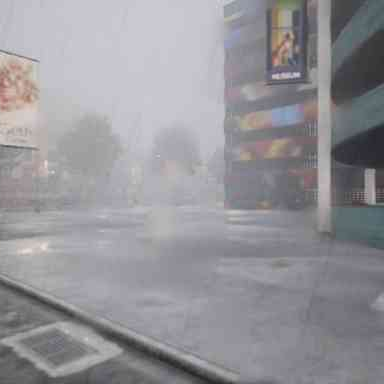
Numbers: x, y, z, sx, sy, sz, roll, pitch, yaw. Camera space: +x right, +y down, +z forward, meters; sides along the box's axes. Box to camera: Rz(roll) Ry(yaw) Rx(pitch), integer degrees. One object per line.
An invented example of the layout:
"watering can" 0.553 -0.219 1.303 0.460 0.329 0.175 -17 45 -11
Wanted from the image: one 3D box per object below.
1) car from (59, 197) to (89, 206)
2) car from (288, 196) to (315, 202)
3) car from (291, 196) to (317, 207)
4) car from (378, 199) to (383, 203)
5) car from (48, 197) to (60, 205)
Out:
"car" -19.490 1.617 56.119 1.994 1.385 4.181 0 0 41
"car" 12.436 1.325 39.435 2.002 1.452 4.674 0 0 41
"car" 17.334 1.418 51.342 2.161 1.482 4.786 0 0 41
"car" 25.814 1.453 43.414 1.895 1.301 4.718 0 0 41
"car" -22.535 1.549 57.918 2.128 1.511 4.902 0 0 42
